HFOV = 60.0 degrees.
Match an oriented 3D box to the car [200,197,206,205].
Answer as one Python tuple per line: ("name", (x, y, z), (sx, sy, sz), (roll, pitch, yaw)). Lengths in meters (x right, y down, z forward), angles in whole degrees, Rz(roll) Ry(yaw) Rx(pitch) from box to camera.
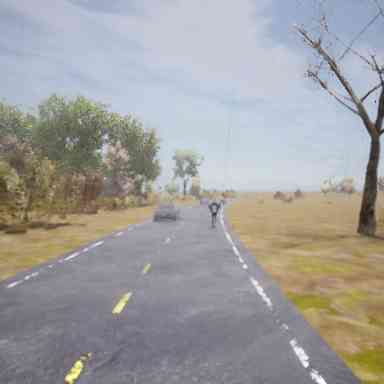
("car", (2.744, 1.895, 69.049), (2.128, 1.511, 4.902), (0, 0, 9))

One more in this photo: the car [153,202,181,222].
("car", (-2.064, 1.650, 28.227), (1.837, 1.490, 4.892), (0, 0, 4))

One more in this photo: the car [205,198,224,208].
("car", (3.698, 1.896, 54.102), (1.895, 1.301, 4.718), (0, 0, 7))

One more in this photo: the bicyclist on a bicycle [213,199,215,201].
("bicyclist on a bicycle", (2.171, 1.543, 32.390), (0.659, 1.776, 1.843), (0, 0, 4))

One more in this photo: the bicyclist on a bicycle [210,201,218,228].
("bicyclist on a bicycle", (1.493, 1.570, 22.244), (0.582, 1.620, 1.656), (0, -1, 3))

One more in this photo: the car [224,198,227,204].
("car", (6.609, 1.952, 73.834), (2.033, 1.411, 5.357), (0, 0, 11))
